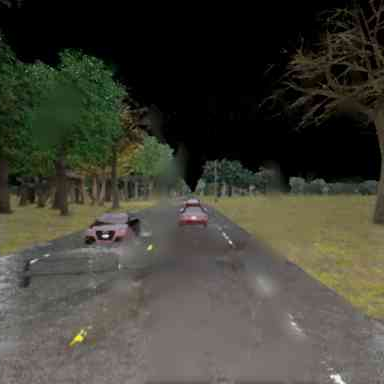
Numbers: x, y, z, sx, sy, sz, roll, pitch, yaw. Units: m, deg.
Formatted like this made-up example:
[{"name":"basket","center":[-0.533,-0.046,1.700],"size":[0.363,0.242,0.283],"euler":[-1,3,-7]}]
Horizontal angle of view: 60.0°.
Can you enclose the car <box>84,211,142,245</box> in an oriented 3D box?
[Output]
[{"name":"car","center":[-3.561,1.624,15.703],"size":[1.994,1.385,4.181],"euler":[0,0,0]}]

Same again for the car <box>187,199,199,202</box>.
[{"name":"car","center":[0.124,1.633,41.408],"size":[1.882,1.535,5.008],"euler":[0,0,0]}]

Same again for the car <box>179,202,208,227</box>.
[{"name":"car","center":[0.121,1.653,23.591],"size":[1.994,1.385,4.181],"euler":[0,0,0]}]
